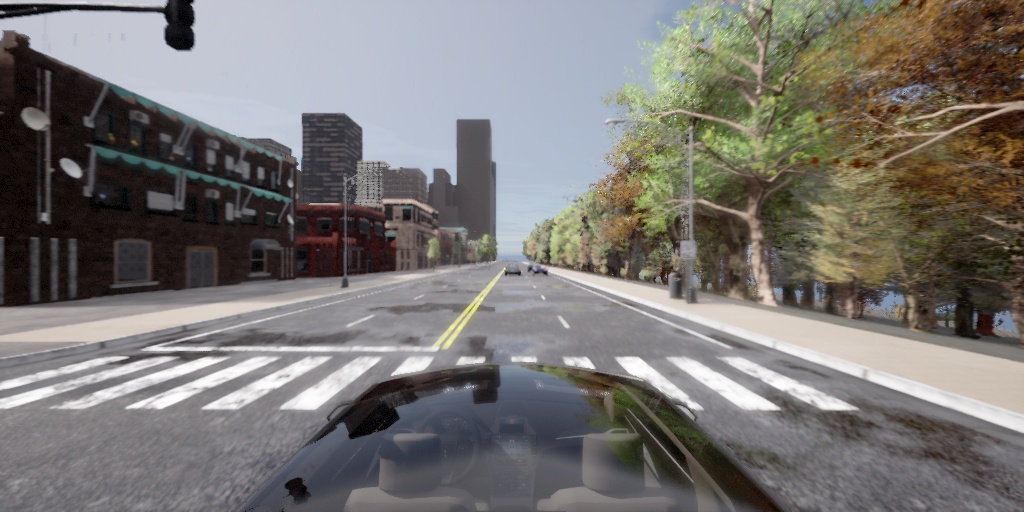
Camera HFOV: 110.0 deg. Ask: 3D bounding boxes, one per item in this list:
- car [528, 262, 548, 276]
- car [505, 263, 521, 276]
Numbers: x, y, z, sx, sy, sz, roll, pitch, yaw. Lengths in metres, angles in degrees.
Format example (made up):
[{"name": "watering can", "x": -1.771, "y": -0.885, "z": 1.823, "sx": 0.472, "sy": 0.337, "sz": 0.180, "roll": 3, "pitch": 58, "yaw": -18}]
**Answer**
[{"name": "car", "x": 3.369, "y": 1.743, "z": 44.347, "sx": 1.895, "sy": 1.301, "sz": 4.718, "roll": 0, "pitch": -1, "yaw": 0}, {"name": "car", "x": 0.108, "y": 1.704, "z": 44.067, "sx": 1.994, "sy": 1.385, "sz": 4.181, "roll": 0, "pitch": -1, "yaw": 1}]
